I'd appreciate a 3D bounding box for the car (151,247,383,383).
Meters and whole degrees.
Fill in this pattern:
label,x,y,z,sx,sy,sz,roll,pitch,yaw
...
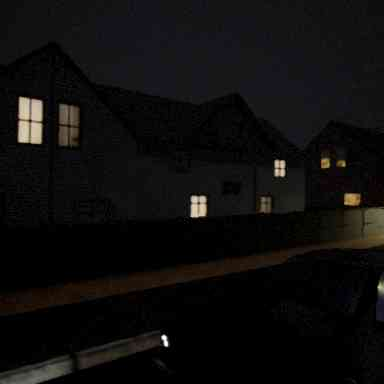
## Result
label,x,y,z,sx,sy,sz,roll,pitch,yaw
car,2.162,1.551,4.607,5.357,1.411,2.033,0,0,-36
